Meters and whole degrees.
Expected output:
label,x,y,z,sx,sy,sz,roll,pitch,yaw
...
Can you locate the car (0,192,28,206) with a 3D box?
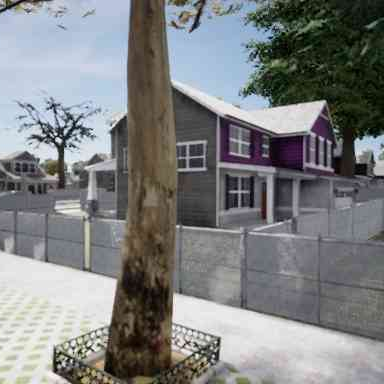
label,x,y,z,sx,sy,sz,roll,pitch,yaw
car,-17.545,0.792,31.115,2.128,1.511,4.902,1,2,36
